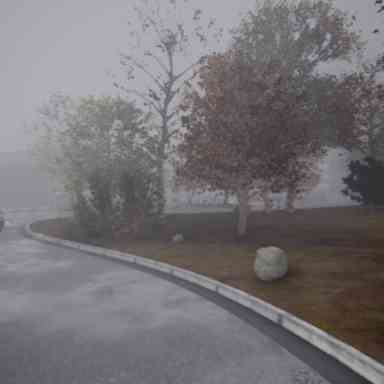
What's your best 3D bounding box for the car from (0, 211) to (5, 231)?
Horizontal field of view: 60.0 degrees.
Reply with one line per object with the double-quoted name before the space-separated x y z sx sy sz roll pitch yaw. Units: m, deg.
"car" -12.931 1.701 20.967 1.812 1.442 4.674 -2 1 -27
